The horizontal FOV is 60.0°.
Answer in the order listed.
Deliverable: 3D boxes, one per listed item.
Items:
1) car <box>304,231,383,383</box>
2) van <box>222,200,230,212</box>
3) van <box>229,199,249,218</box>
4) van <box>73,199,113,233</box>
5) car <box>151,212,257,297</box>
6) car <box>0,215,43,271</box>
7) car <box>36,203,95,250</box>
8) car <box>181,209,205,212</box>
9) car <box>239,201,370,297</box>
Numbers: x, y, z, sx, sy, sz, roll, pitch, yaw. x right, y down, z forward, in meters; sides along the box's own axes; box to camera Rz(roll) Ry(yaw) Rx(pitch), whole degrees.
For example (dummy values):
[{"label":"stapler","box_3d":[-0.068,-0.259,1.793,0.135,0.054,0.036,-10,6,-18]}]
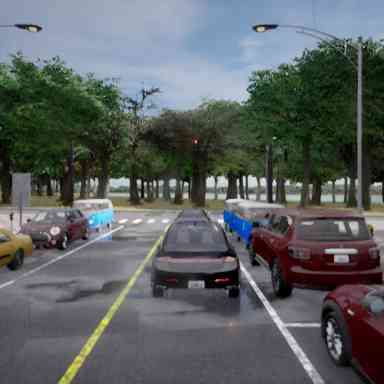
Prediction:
[{"label":"car","box_3d":[2.759,1.439,3.083,1.967,1.590,4.097,0,0,0]},{"label":"van","box_3d":[2.749,1.337,19.396,1.690,1.788,3.998,0,0,0]},{"label":"van","box_3d":[2.753,1.338,13.958,1.690,1.788,3.998,0,0,0]},{"label":"van","box_3d":[-5.776,1.337,19.391,1.690,1.788,3.998,0,0,0]},{"label":"car","box_3d":[0.084,1.489,8.550,2.128,1.511,4.902,0,0,0]},{"label":"car","box_3d":[-5.769,1.523,8.346,1.752,1.417,4.829,0,0,0]},{"label":"car","box_3d":[-5.773,1.437,13.953,1.967,1.590,4.097,0,0,0]},{"label":"car","box_3d":[0.047,1.560,17.470,1.994,1.385,4.181,0,0,1]},{"label":"car","box_3d":[2.756,1.313,8.521,2.192,1.841,5.009,0,0,0]}]
